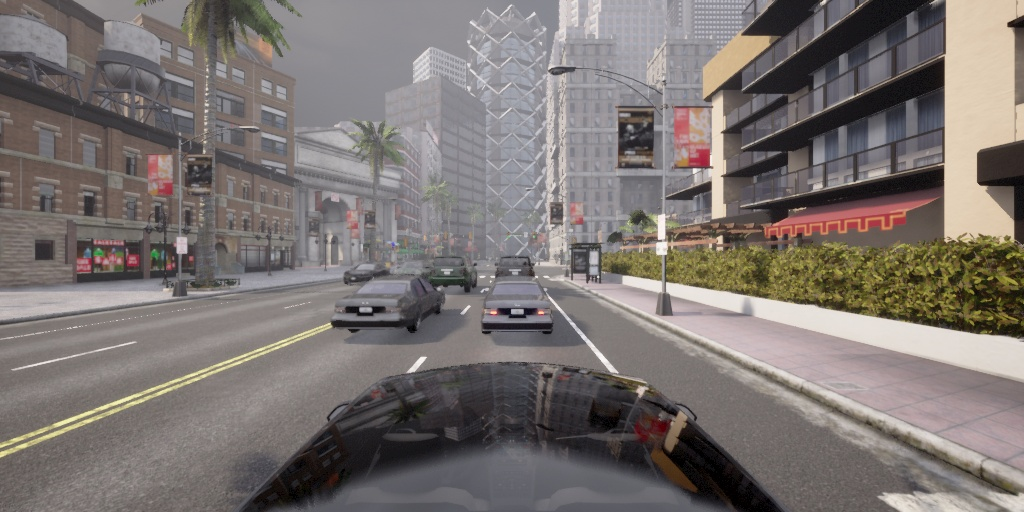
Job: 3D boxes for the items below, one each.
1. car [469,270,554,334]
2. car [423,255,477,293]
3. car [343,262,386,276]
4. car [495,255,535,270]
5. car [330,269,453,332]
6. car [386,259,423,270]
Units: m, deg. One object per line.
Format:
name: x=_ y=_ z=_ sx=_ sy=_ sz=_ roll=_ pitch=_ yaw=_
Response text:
car: x=0.129 y=1.297 z=10.568 sx=2.033 sy=1.411 sz=5.357 roll=0 pitch=0 yaw=0
car: x=-3.331 y=0.972 z=21.135 sx=2.150 sy=2.045 sz=5.566 roll=0 pitch=0 yaw=0
car: x=-10.417 y=1.229 z=26.078 sx=1.882 sy=1.535 sz=5.008 roll=0 pitch=0 yaw=0
car: x=0.166 y=0.971 z=20.819 sx=2.150 sy=2.045 sz=5.566 roll=0 pitch=0 yaw=0
car: x=-3.362 y=1.297 z=10.804 sx=2.033 sy=1.411 sz=5.357 roll=0 pitch=0 yaw=1
car: x=-6.927 y=1.101 z=25.396 sx=2.097 sy=1.767 sz=4.553 roll=0 pitch=0 yaw=1
